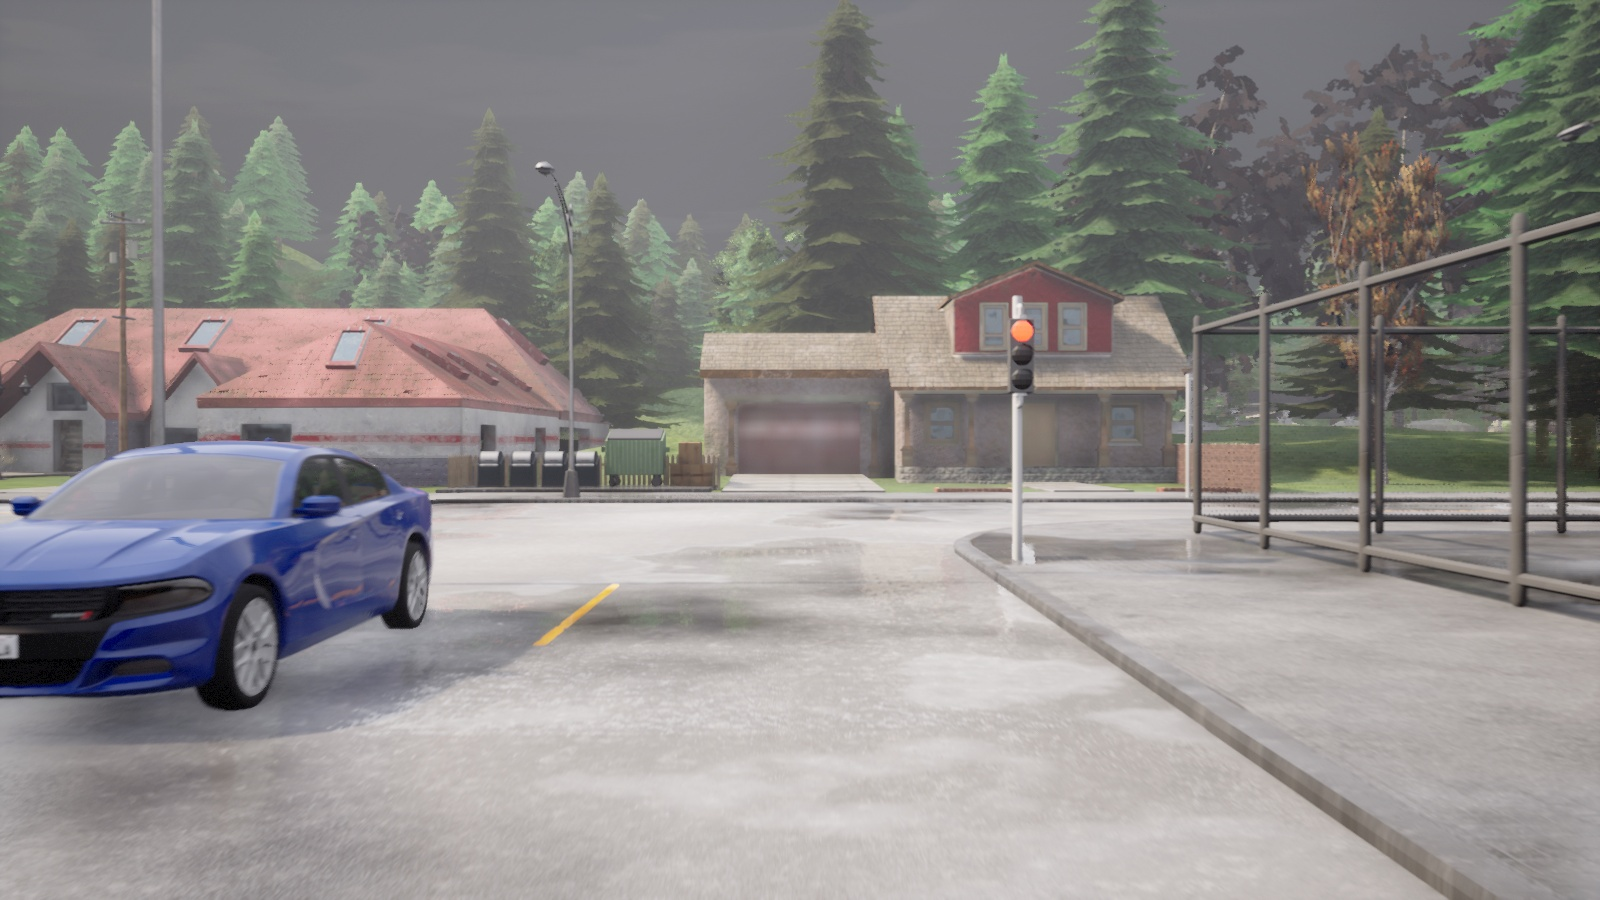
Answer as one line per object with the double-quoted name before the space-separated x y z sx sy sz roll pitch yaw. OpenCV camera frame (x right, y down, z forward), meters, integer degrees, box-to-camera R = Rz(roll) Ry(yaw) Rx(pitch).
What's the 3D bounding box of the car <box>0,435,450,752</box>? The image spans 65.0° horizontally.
"car" -4.007 0.672 8.565 1.882 1.535 5.008 0 0 -1
